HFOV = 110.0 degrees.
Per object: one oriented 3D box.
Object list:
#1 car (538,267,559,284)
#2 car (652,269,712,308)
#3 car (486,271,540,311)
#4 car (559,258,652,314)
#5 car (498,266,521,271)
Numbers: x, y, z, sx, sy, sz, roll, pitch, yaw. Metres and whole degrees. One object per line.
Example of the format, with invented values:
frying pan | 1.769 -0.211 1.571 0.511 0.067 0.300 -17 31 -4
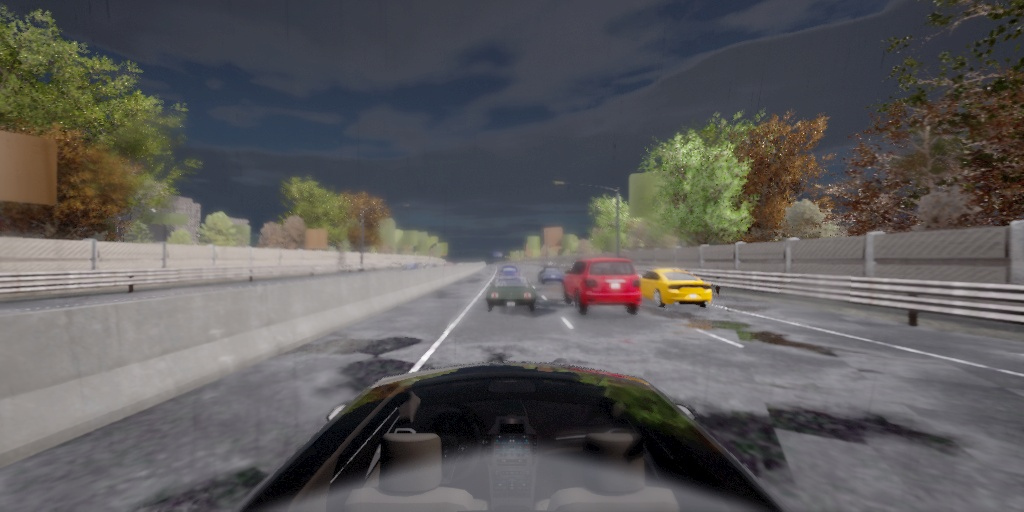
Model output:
car | 3.291 1.617 30.651 1.994 1.385 4.181 0 -1 0
car | 6.970 1.333 16.209 1.882 1.535 5.008 0 1 1
car | -0.029 1.493 15.312 1.895 1.301 4.718 0 -1 0
car | 3.470 1.110 14.667 2.150 2.045 5.566 0 0 0
car | -0.210 1.581 30.994 1.812 1.442 4.674 0 0 -1
